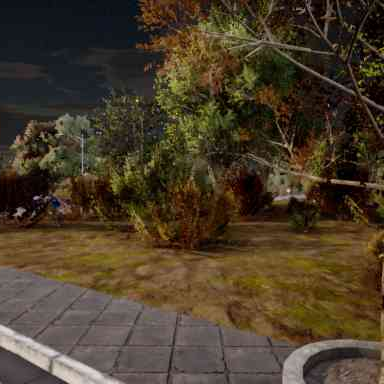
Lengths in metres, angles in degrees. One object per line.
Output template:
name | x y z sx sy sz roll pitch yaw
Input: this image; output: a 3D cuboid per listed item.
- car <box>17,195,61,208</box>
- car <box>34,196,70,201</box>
car | -20.030 1.224 43.825 1.882 1.535 5.008 0 0 32
car | -17.513 1.249 41.250 1.882 1.535 5.008 0 0 32
